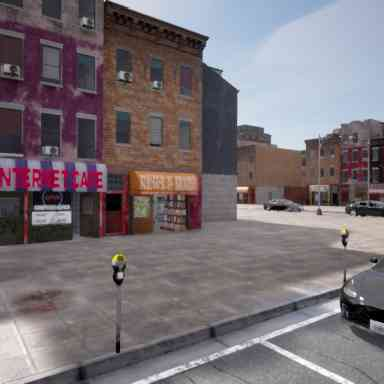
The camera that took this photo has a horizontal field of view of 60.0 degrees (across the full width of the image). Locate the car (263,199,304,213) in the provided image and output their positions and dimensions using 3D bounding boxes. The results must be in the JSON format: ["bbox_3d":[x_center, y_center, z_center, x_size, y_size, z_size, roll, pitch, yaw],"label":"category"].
[{"bbox_3d":[10.145,1.546,37.145,2.128,1.511,4.902,1,0,-35],"label":"car"}]

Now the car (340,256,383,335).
[{"bbox_3d":[4.467,1.567,5.979,4.313,1.339,1.947,0,0,-35],"label":"car"}]

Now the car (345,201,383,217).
[{"bbox_3d":[15.914,1.539,29.004,1.837,1.490,4.892,1,0,-35],"label":"car"}]
